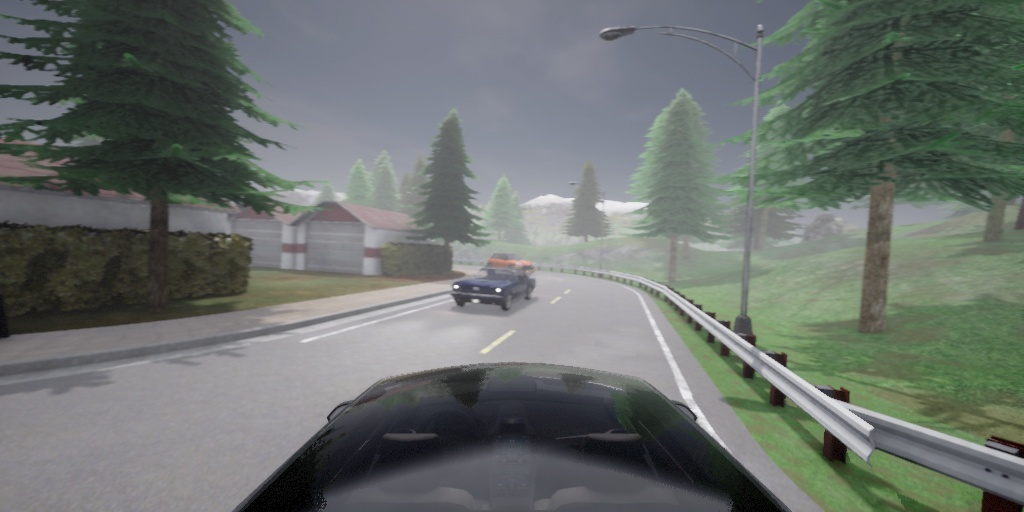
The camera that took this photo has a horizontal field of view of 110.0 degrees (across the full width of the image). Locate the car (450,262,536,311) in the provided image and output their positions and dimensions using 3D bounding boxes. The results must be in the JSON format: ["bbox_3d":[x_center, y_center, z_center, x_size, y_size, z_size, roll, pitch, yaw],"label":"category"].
[{"bbox_3d":[-0.503,1.101,13.426,1.895,1.301,4.718,3,1,17],"label":"car"}]

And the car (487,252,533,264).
[{"bbox_3d":[-0.099,0.563,29.775,2.097,1.767,4.553,1,2,-40],"label":"car"}]
